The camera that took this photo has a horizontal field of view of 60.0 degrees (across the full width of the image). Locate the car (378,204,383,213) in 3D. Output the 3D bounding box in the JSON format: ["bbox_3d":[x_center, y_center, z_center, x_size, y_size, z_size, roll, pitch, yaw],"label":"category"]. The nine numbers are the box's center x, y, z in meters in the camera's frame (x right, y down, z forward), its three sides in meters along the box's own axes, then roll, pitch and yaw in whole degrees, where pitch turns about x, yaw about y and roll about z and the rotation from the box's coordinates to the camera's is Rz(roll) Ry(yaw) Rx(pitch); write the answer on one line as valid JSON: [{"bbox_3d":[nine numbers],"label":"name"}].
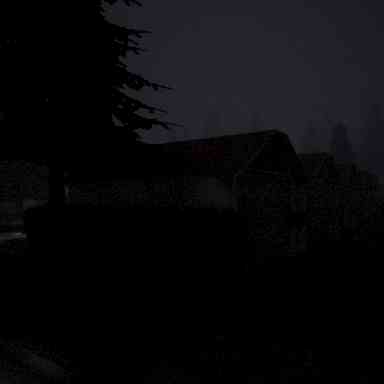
[{"bbox_3d":[22.611,2.038,41.483,4.902,1.511,2.128,-1,-1,29],"label":"car"}]

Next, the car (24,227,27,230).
[{"bbox_3d":[-9.422,1.867,23.745,2.097,1.767,4.553,-1,-1,36],"label":"car"}]
